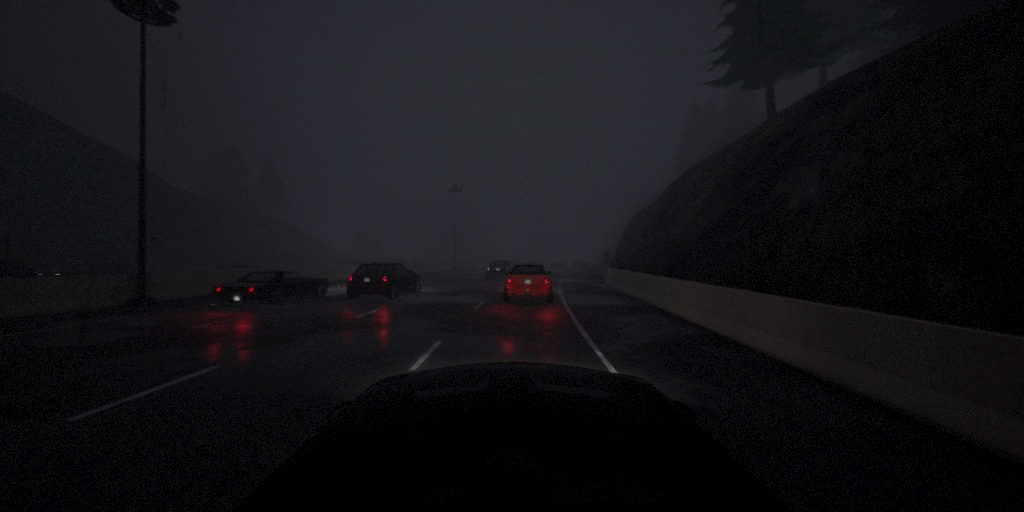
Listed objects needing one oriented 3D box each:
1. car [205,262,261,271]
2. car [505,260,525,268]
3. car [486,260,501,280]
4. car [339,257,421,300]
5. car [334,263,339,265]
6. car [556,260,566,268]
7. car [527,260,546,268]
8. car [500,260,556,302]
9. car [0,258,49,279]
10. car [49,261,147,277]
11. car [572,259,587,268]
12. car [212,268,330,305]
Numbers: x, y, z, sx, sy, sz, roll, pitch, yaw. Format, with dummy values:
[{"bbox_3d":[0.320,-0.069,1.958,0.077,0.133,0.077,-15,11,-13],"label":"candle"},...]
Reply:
[{"bbox_3d":[-22.576,1.169,29.161,1.994,1.385,4.181,0,0,9],"label":"car"},{"bbox_3d":[0.616,1.368,63.630,1.895,1.301,4.718,0,0,21],"label":"car"},{"bbox_3d":[-0.753,1.103,30.596,2.097,1.767,4.553,0,0,10],"label":"car"},{"bbox_3d":[-6.144,1.064,17.765,2.097,1.767,4.553,0,0,5],"label":"car"},{"bbox_3d":[-17.412,1.119,38.500,1.882,1.535,5.008,0,0,12],"label":"car"},{"bbox_3d":[8.295,1.383,63.507,1.994,1.385,4.181,0,0,22],"label":"car"},{"bbox_3d":[4.387,1.393,63.692,1.895,1.301,4.718,0,0,22],"label":"car"},{"bbox_3d":[0.856,1.111,17.256,2.097,1.767,4.553,0,0,5],"label":"car"},{"bbox_3d":[-27.373,0.921,17.937,2.097,1.767,4.553,0,0,5],"label":"car"},{"bbox_3d":[-30.076,1.101,26.021,2.033,1.411,5.357,0,0,7],"label":"car"},{"bbox_3d":[11.878,1.334,63.132,2.128,1.511,4.902,0,0,22],"label":"car"},{"bbox_3d":[-10.030,1.287,15.517,1.895,1.301,4.718,0,0,4],"label":"car"}]
